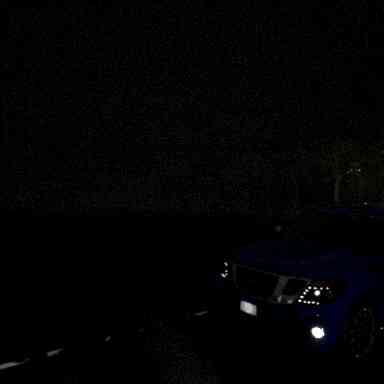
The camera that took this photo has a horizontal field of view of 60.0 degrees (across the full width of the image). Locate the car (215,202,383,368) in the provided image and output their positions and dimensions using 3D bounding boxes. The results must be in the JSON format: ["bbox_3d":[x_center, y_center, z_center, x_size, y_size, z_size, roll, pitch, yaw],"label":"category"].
[{"bbox_3d":[3.017,1.237,6.145,5.566,2.045,2.150,0,0,-36],"label":"car"}]
